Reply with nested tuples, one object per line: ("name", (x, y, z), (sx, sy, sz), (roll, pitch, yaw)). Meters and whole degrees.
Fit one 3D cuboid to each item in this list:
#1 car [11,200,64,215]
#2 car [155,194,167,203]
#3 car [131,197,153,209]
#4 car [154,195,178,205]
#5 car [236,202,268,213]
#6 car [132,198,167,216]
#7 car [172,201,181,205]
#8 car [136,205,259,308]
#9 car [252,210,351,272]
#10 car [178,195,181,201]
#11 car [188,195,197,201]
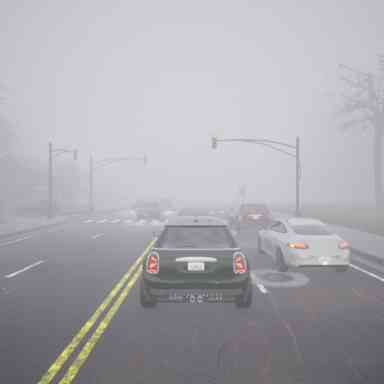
("car", (-15.242, 1.514, 32.921), (4.902, 1.511, 2.128), (0, 0, -3))
("car", (-6.420, 1.322, 69.346), (2.097, 1.767, 4.553), (0, 0, 0))
("car", (-6.549, 1.594, 42.773), (1.895, 1.301, 4.718), (0, 0, 0))
("car", (-3.296, 1.484, 42.732), (2.128, 1.511, 4.902), (0, 0, 0))
("car", (3.331, 1.352, 19.434), (2.097, 1.767, 4.553), (0, 0, 0))
("car", (-3.320, 1.504, 26.946), (1.837, 1.490, 4.892), (0, 0, 0))
("car", (0.061, 1.478, 17.351), (1.882, 1.535, 5.008), (0, 0, 0))
("car", (0.085, 1.352, 8.086), (2.097, 1.767, 4.553), (0, 0, 0))
("car", (3.345, 1.526, 10.640), (1.812, 1.442, 4.674), (0, 0, 0))
("car", (-3.279, 1.507, 55.618), (1.812, 1.442, 4.674), (0, 0, 0))
("car", (0.099, 1.482, 85.690), (2.128, 1.511, 4.902), (0, 0, 0))
